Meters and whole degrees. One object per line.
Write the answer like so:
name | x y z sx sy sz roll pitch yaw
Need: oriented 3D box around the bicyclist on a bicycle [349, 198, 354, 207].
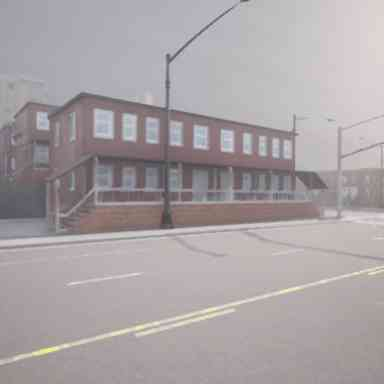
bicyclist on a bicycle | 27.545 1.873 57.498 1.656 1.620 0.582 0 0 -36
